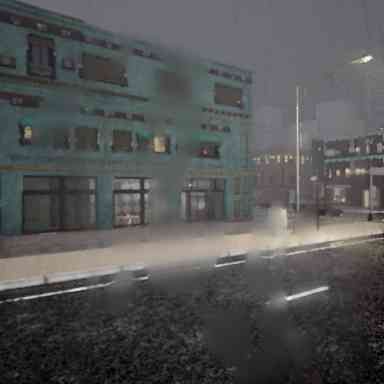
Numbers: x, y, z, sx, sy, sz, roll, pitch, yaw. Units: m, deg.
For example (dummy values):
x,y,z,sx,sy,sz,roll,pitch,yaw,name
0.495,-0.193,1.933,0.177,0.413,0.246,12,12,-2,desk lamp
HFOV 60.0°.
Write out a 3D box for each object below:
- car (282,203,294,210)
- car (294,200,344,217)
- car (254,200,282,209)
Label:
x,y,z,sx,sy,sz,roll,pitch,yaw,name
14.981,1.801,44.959,2.008,1.369,4.403,-2,0,-35,car
12.879,1.807,33.234,1.947,1.339,4.313,-2,0,-35,car
11.777,1.895,49.473,1.802,1.307,4.206,-2,0,-35,car
